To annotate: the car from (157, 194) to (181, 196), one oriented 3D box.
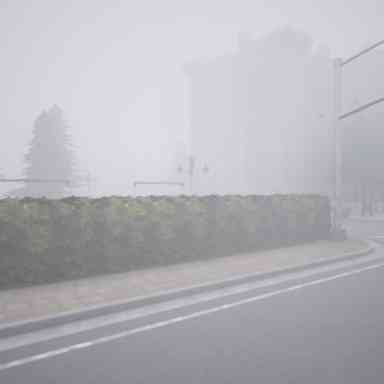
[{"bbox_3d":[-1.812,1.184,33.908,2.150,2.045,5.566,0,0,-36],"label":"car"}]
